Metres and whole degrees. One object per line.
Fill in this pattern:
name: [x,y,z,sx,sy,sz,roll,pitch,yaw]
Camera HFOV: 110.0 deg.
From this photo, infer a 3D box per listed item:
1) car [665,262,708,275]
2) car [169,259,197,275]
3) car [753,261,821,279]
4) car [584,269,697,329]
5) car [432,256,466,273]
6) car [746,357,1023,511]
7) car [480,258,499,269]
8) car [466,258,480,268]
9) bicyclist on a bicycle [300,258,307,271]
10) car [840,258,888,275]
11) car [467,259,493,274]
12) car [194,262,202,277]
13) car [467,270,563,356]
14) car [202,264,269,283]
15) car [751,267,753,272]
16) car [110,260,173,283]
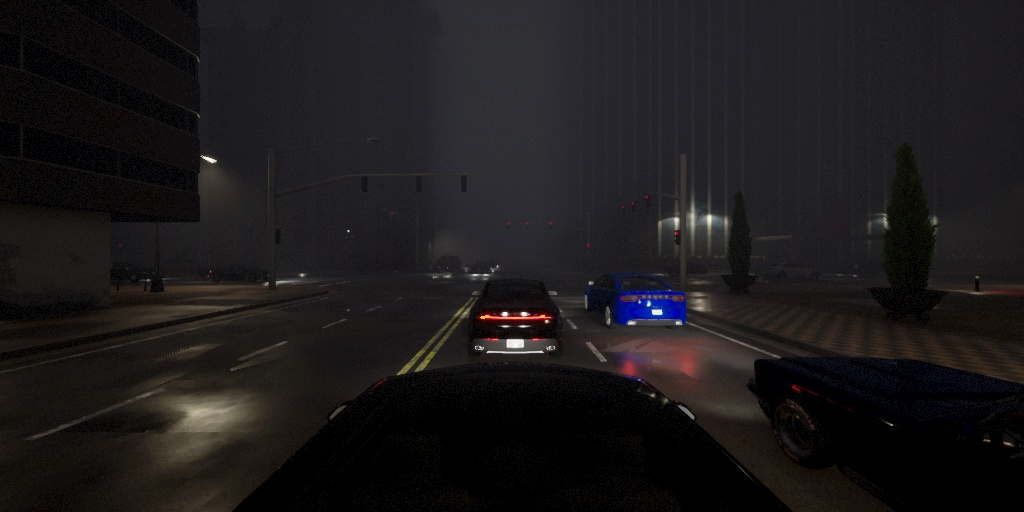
car: [18.702,1.314,38.627,4.181,1.385,1.994,0,0,-1]
car: [-35.725,1.102,38.067,4.553,1.767,2.097,0,0,-1]
car: [24.350,1.276,31.479,4.674,1.442,1.812,0,0,-1]
car: [3.574,1.228,11.265,1.882,1.535,5.008,0,0,0]
car: [-8.015,0.972,44.989,2.150,2.045,5.566,0,0,11]
car: [3.601,1.351,1.920,1.895,1.301,4.718,0,0,0]
car: [-3.596,1.313,57.482,1.994,1.385,4.181,0,0,0]
car: [-7.074,1.276,62.748,1.812,1.442,4.674,0,0,0]
bicyclist on a bicycle: [-26.424,1.051,45.450,0.582,1.620,1.656,0,0,-1]
car: [38.386,1.103,38.814,4.553,1.767,2.097,0,0,0]
car: [-3.606,1.314,41.291,1.994,1.385,4.181,0,0,0]
car: [-24.039,1.351,30.993,4.718,1.301,1.895,0,0,-1]
car: [0.061,1.255,8.576,1.837,1.490,4.892,0,0,0]
car: [-20.685,1.314,27.526,4.181,1.385,1.994,0,0,-1]
car: [28.568,1.255,38.726,4.892,1.490,1.837,0,0,-1]
car: [-29.606,1.242,27.441,4.902,1.511,2.128,0,0,0]
